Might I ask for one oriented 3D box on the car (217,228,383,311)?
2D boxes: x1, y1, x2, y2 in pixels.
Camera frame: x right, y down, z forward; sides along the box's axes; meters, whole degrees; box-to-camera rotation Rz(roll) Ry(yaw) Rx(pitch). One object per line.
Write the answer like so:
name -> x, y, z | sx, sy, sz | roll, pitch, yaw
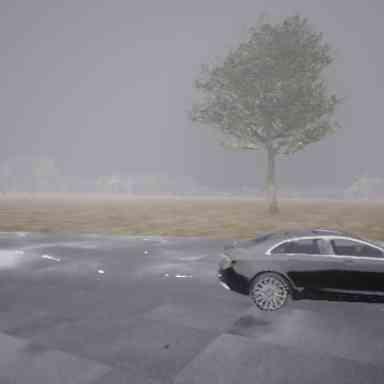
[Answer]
car -> 2.988, 1.537, 6.971 | 4.902, 1.511, 2.128 | -1, -1, 9
